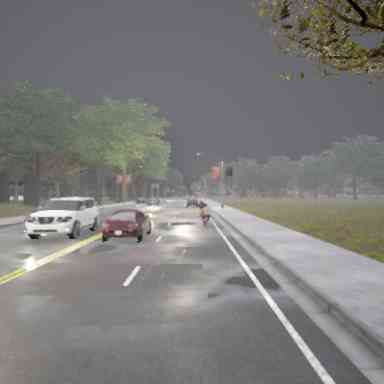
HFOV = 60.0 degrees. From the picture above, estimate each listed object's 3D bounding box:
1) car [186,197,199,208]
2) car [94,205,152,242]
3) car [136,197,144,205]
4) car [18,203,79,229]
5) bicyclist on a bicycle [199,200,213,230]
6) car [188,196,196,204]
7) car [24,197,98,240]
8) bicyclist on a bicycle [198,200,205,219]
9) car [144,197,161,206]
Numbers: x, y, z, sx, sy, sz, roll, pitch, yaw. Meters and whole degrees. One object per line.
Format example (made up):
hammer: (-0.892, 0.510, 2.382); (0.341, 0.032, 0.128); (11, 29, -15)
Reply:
car: (0.079, 1.688, 53.318); (1.837, 1.490, 4.892); (0, 0, 0)
car: (-3.149, 1.576, 16.503); (1.812, 1.442, 4.674); (0, 0, 0)
car: (-9.752, 1.785, 65.526); (2.033, 1.411, 5.357); (0, 0, 0)
car: (-9.845, 1.565, 23.278); (2.128, 1.511, 4.902); (0, 0, 0)
bicyclist on a bicycle: (0.874, 1.500, 20.667); (0.866, 1.612, 1.509); (0, 0, 0)
car: (0.003, 1.751, 74.752); (1.882, 1.535, 5.008); (0, 0, 0)
car: (-6.598, 1.277, 17.668); (2.150, 2.045, 5.566); (0, 0, 0)
bicyclist on a bicycle: (0.895, 1.551, 30.300); (0.582, 1.620, 1.656); (0, 0, 0)
car: (-6.549, 1.691, 57.666); (2.128, 1.511, 4.902); (0, 0, 1)
